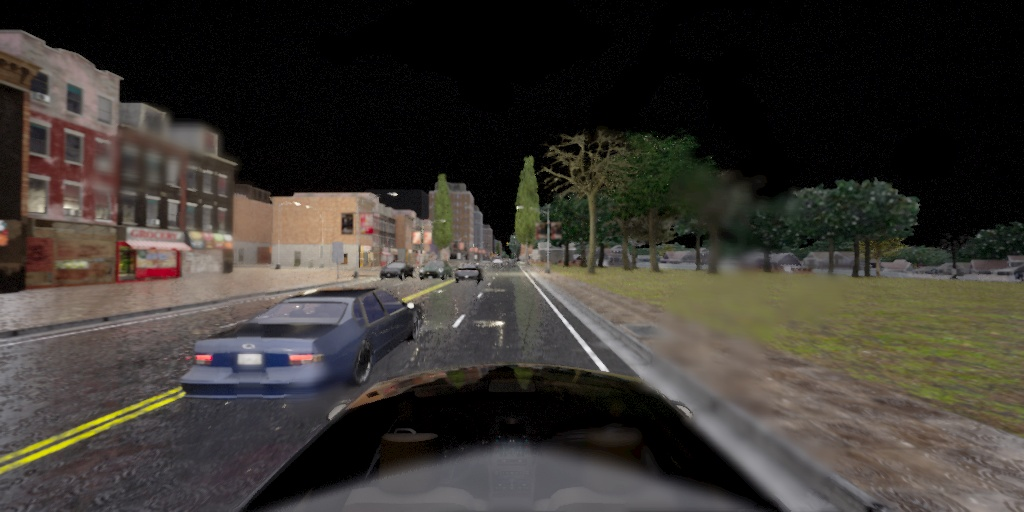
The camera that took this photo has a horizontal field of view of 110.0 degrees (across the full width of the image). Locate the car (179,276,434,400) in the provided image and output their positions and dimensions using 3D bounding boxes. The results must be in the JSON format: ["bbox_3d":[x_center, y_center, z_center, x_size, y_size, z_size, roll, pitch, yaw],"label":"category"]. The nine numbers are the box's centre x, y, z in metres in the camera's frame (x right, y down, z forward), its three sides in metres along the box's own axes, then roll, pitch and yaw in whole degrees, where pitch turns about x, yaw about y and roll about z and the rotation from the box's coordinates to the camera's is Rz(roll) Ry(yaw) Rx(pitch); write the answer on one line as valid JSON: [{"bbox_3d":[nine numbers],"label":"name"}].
[{"bbox_3d":[-3.153,1.301,6.837,2.033,1.411,5.357,0,0,0],"label":"car"}]

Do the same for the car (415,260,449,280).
[{"bbox_3d":[-6.544,1.131,31.053,2.097,1.767,4.553,0,0,0],"label":"car"}]

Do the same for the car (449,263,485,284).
[{"bbox_3d":[-3.170,1.263,27.468,2.128,1.511,4.902,0,0,0],"label":"car"}]

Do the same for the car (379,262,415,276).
[{"bbox_3d":[-9.793,1.259,30.990,1.882,1.535,5.008,0,0,0],"label":"car"}]
